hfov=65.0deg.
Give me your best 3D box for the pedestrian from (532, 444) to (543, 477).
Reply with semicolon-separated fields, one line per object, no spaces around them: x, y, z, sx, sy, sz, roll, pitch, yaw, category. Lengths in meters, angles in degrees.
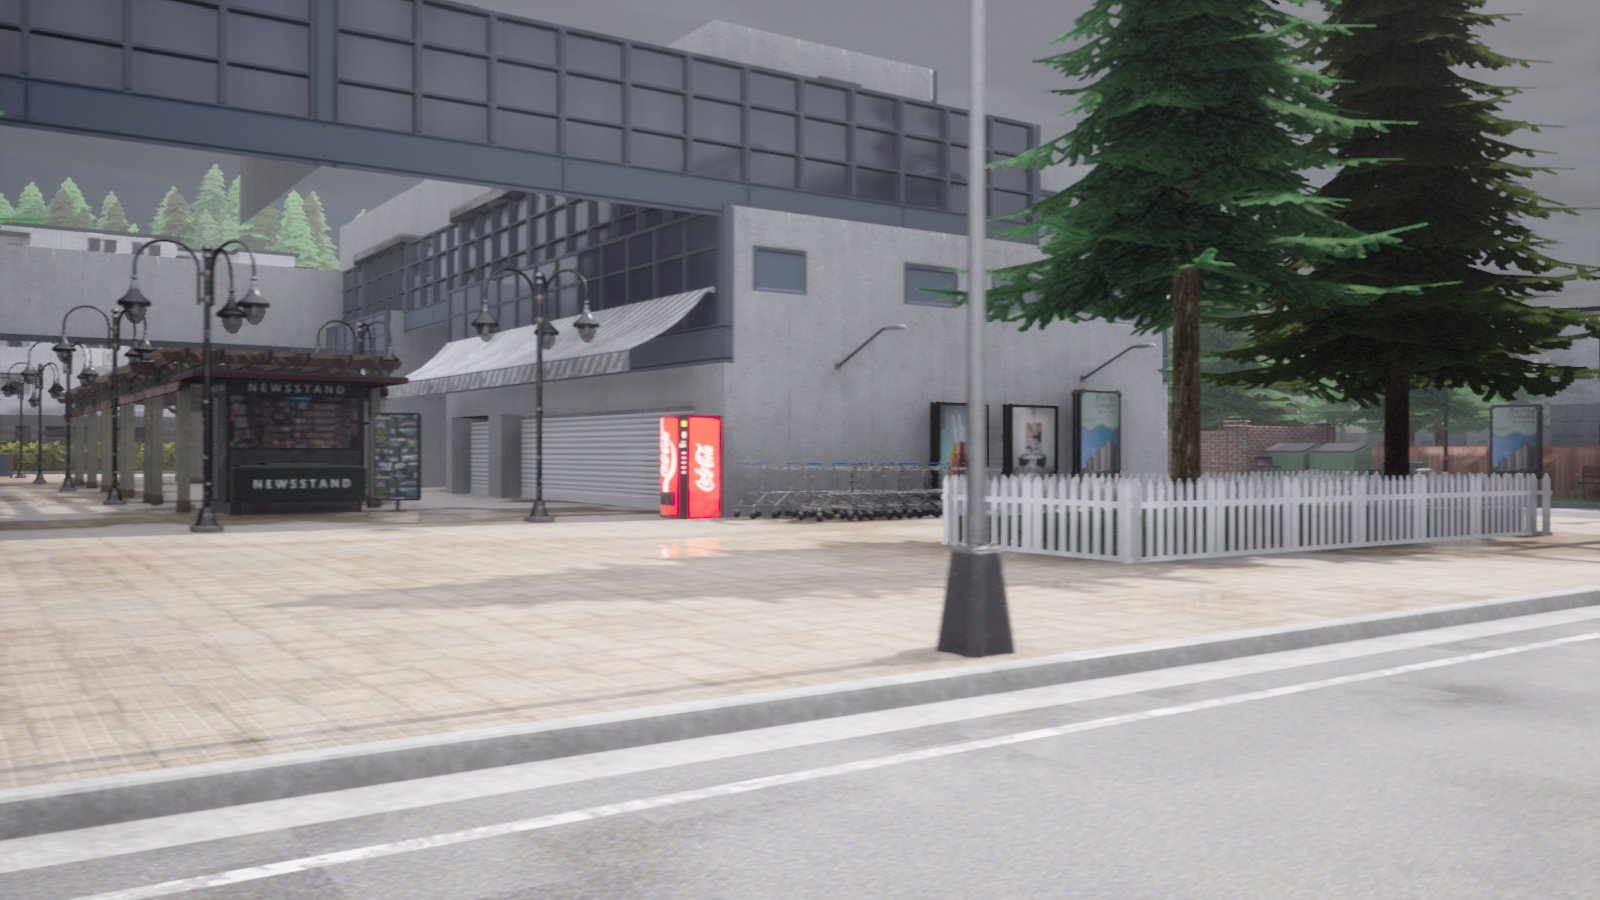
-14.557;0.581;69.684;0.345;1.836;0.594;0;0;-39;pedestrian
